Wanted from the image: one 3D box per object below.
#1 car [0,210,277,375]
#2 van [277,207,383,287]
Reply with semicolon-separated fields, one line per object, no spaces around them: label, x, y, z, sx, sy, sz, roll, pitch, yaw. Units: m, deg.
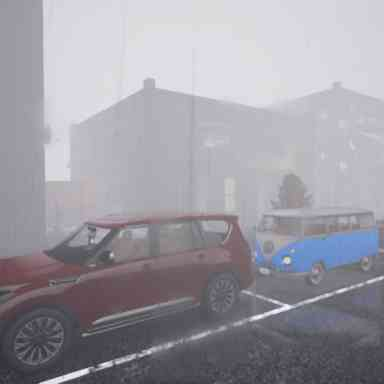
car;-1.111;1.310;5.776;5.009;1.841;2.192;0;0;-36
van;3.403;1.324;9.002;3.998;1.788;1.690;0;0;-36
